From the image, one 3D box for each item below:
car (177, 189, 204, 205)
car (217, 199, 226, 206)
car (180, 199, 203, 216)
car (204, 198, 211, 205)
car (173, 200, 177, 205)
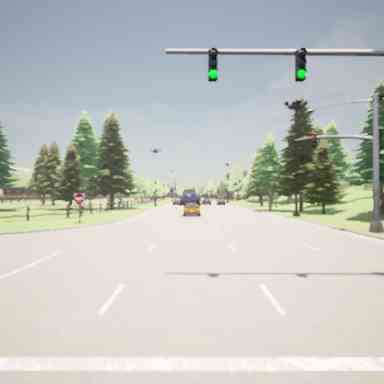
[{"bbox_3d":[-0.142,0.593,38.342,2.097,1.767,4.553,-5,-6,4],"label":"car"},{"bbox_3d":[6.964,2.478,79.534,2.128,1.511,4.902,0,-1,0],"label":"car"},{"bbox_3d":[-0.019,1.941,38.090,1.882,1.535,5.008,0,-1,0],"label":"car"},{"bbox_3d":[3.464,2.308,79.504,2.097,1.767,4.553,0,-1,0],"label":"car"},{"bbox_3d":[-3.536,2.505,79.496,1.994,1.385,4.181,0,-1,0],"label":"car"}]
